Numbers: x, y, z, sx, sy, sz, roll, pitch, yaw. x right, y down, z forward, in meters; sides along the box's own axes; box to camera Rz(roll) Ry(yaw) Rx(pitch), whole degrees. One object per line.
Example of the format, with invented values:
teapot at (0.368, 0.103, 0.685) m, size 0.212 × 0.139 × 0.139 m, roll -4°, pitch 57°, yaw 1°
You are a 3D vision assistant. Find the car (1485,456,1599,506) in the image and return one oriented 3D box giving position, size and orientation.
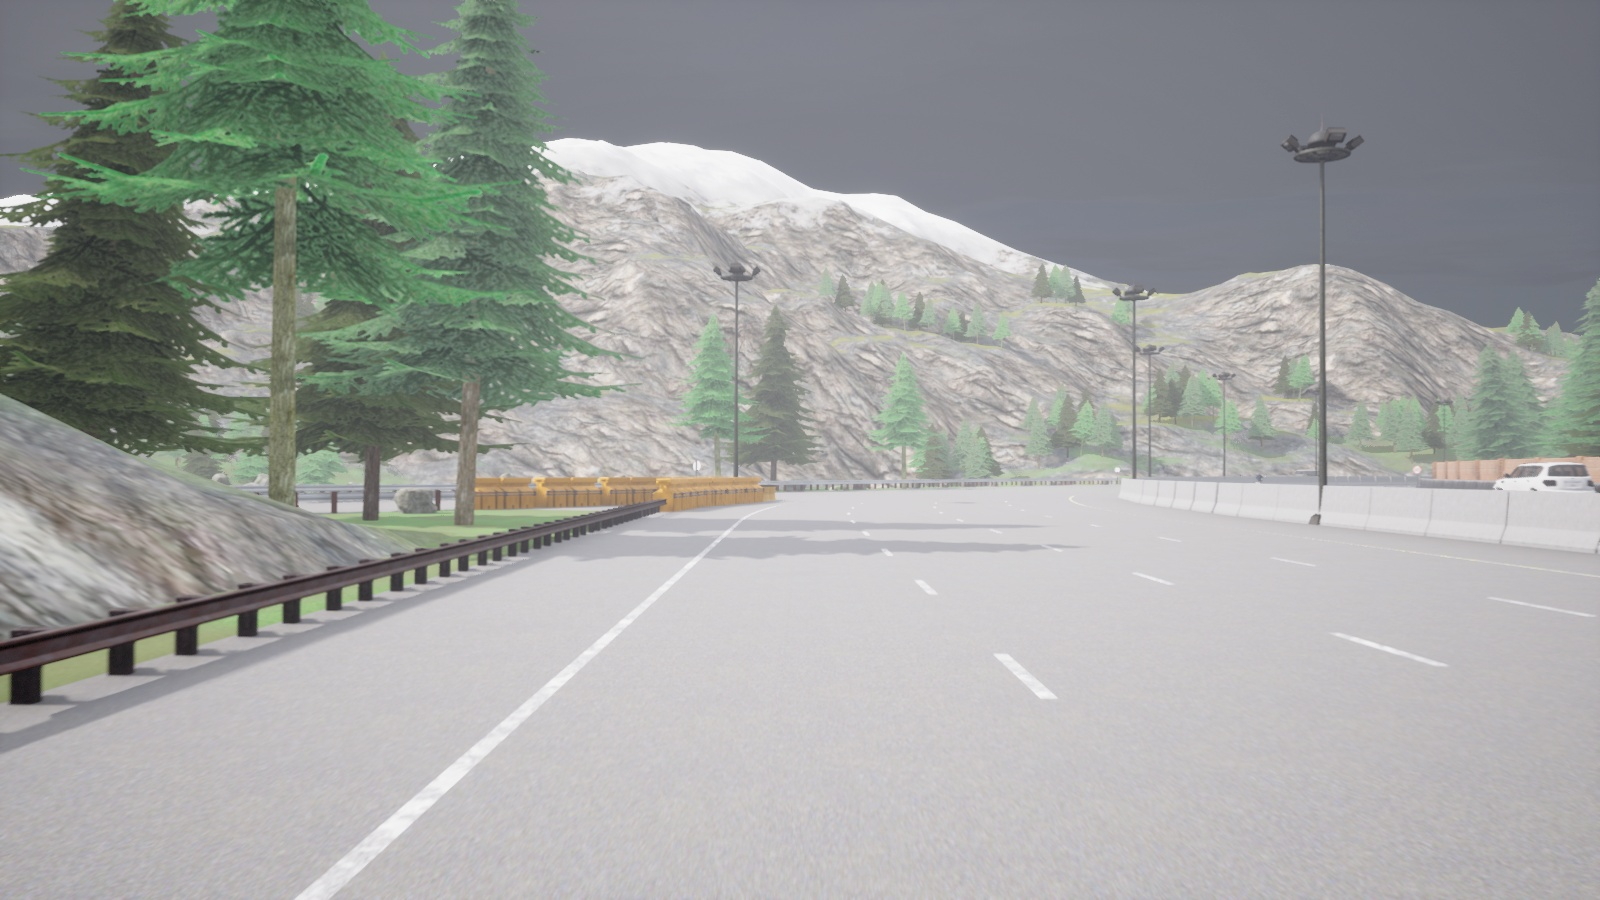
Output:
car at (32.237, 1.322, 54.787) m, size 2.150 × 2.045 × 5.566 m, roll -1°, pitch -1°, yaw 7°
